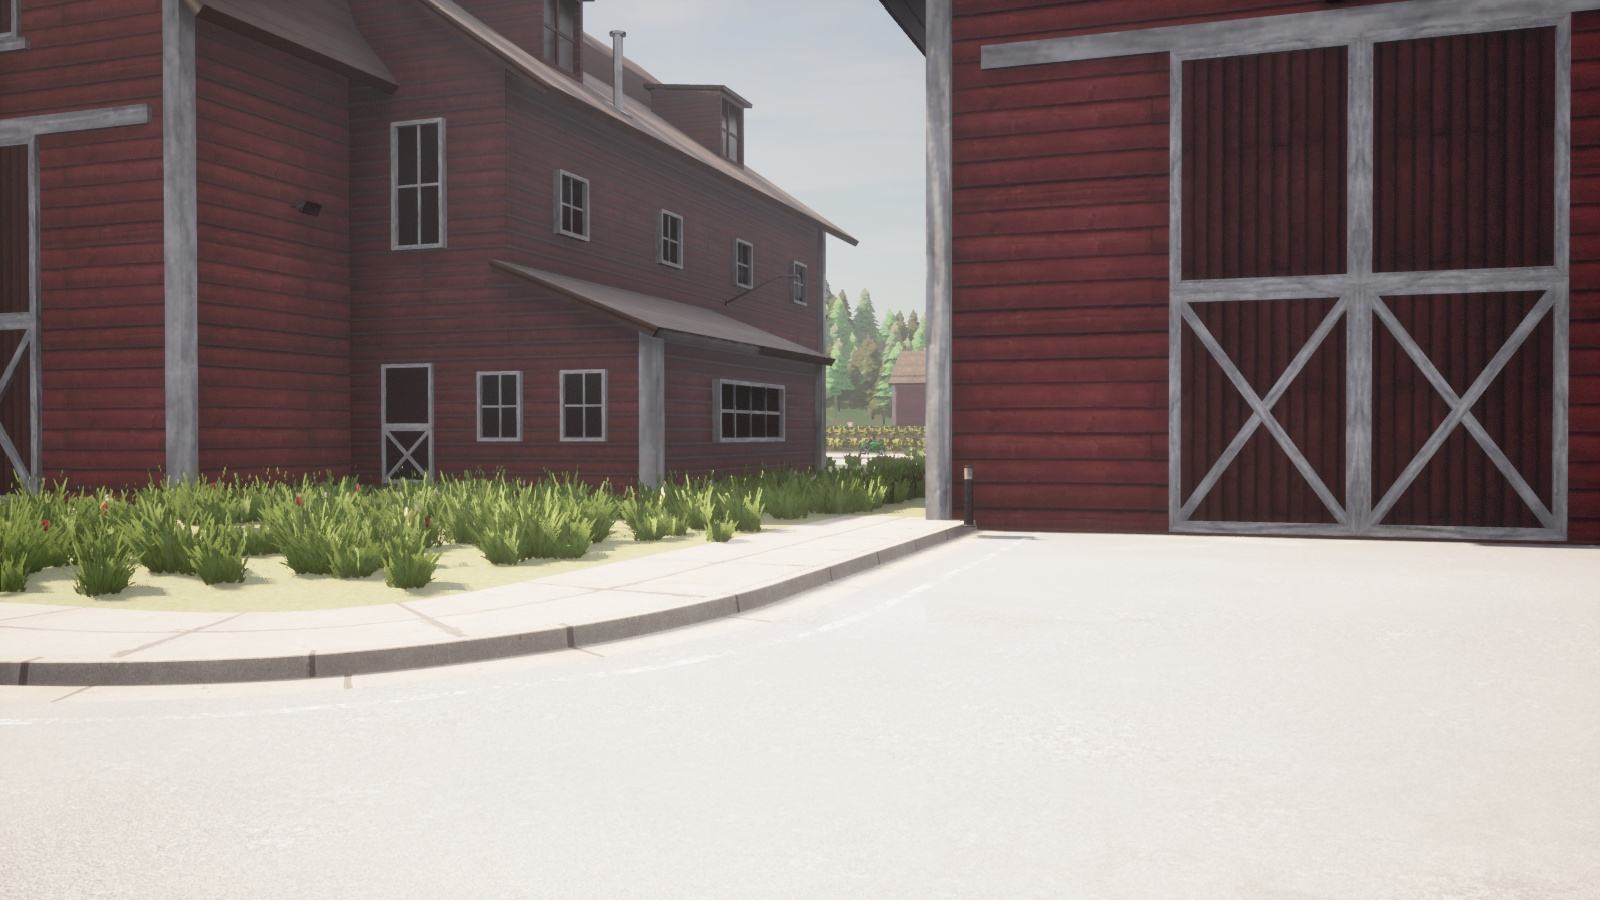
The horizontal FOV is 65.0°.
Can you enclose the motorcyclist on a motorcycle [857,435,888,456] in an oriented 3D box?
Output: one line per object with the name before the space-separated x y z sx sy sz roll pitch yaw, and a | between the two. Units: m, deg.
motorcyclist on a motorcycle | 5.279 -0.348 91.460 2.044 1.523 0.797 1 1 19
